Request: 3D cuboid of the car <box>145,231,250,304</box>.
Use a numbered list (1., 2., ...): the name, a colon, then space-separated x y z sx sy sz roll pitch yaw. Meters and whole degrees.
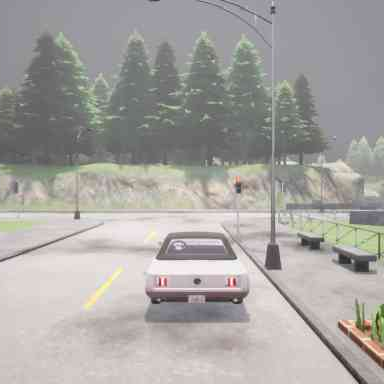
1. car: 0.095 1.601 8.086 1.895 1.301 4.718 0 0 0
